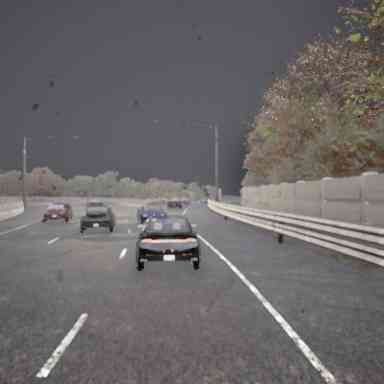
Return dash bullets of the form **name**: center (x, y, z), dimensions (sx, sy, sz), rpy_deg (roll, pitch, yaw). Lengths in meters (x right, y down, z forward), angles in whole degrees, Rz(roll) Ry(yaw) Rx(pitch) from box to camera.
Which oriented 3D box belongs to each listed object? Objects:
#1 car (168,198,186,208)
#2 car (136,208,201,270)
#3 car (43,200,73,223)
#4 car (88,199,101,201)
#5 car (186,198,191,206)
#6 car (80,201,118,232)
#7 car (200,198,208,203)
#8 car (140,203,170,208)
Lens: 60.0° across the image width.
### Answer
- **car**: center (-2.299, 1.591, 47.392), dimensions (1.882, 1.535, 5.008), rpy_deg (0, 0, 3)
- **car**: center (-0.819, 1.519, 11.150), dimensions (2.128, 1.511, 4.902), rpy_deg (0, 0, -5)
- **car**: center (-10.763, 1.621, 26.864), dimensions (1.812, 1.442, 4.674), rpy_deg (0, 0, -14)
- **car**: center (-12.419, 1.611, 42.171), dimensions (1.882, 1.535, 5.008), rpy_deg (0, 0, -22)
- **car**: center (-1.244, 1.738, 59.462), dimensions (1.895, 1.301, 4.718), rpy_deg (0, 0, 7)
- **car**: center (-5.739, 1.570, 20.593), dimensions (1.837, 1.490, 4.892), rpy_deg (0, 0, -11)
- **car**: center (3.267, 2.407, 90.581), dimensions (2.033, 1.411, 5.357), rpy_deg (0, -3, 9)
- **car**: center (-3.226, 1.669, 25.631), dimensions (1.895, 1.301, 4.718), rpy_deg (0, 0, -14)
